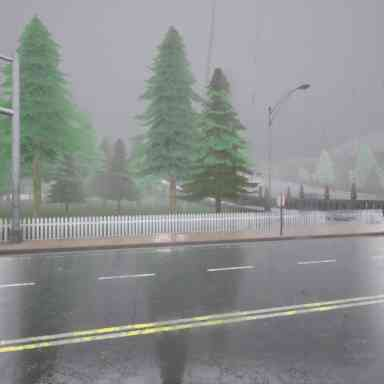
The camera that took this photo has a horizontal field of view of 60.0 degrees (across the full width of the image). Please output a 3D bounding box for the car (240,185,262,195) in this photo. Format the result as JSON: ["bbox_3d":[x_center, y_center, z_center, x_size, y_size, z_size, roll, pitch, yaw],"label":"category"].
[{"bbox_3d":[11.775,-0.438,66.856,2.033,1.411,5.357,0,7,-19],"label":"car"}]

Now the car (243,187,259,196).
[{"bbox_3d":[10.310,0.210,60.272,1.812,1.442,4.674,0,6,-19],"label":"car"}]

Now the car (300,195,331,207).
[{"bbox_3d":[18.031,1.283,48.692,1.994,1.385,4.181,0,3,-19],"label":"car"}]

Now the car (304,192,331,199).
[{"bbox_3d":[16.304,1.119,43.061,2.150,2.045,5.566,0,2,-19],"label":"car"}]
